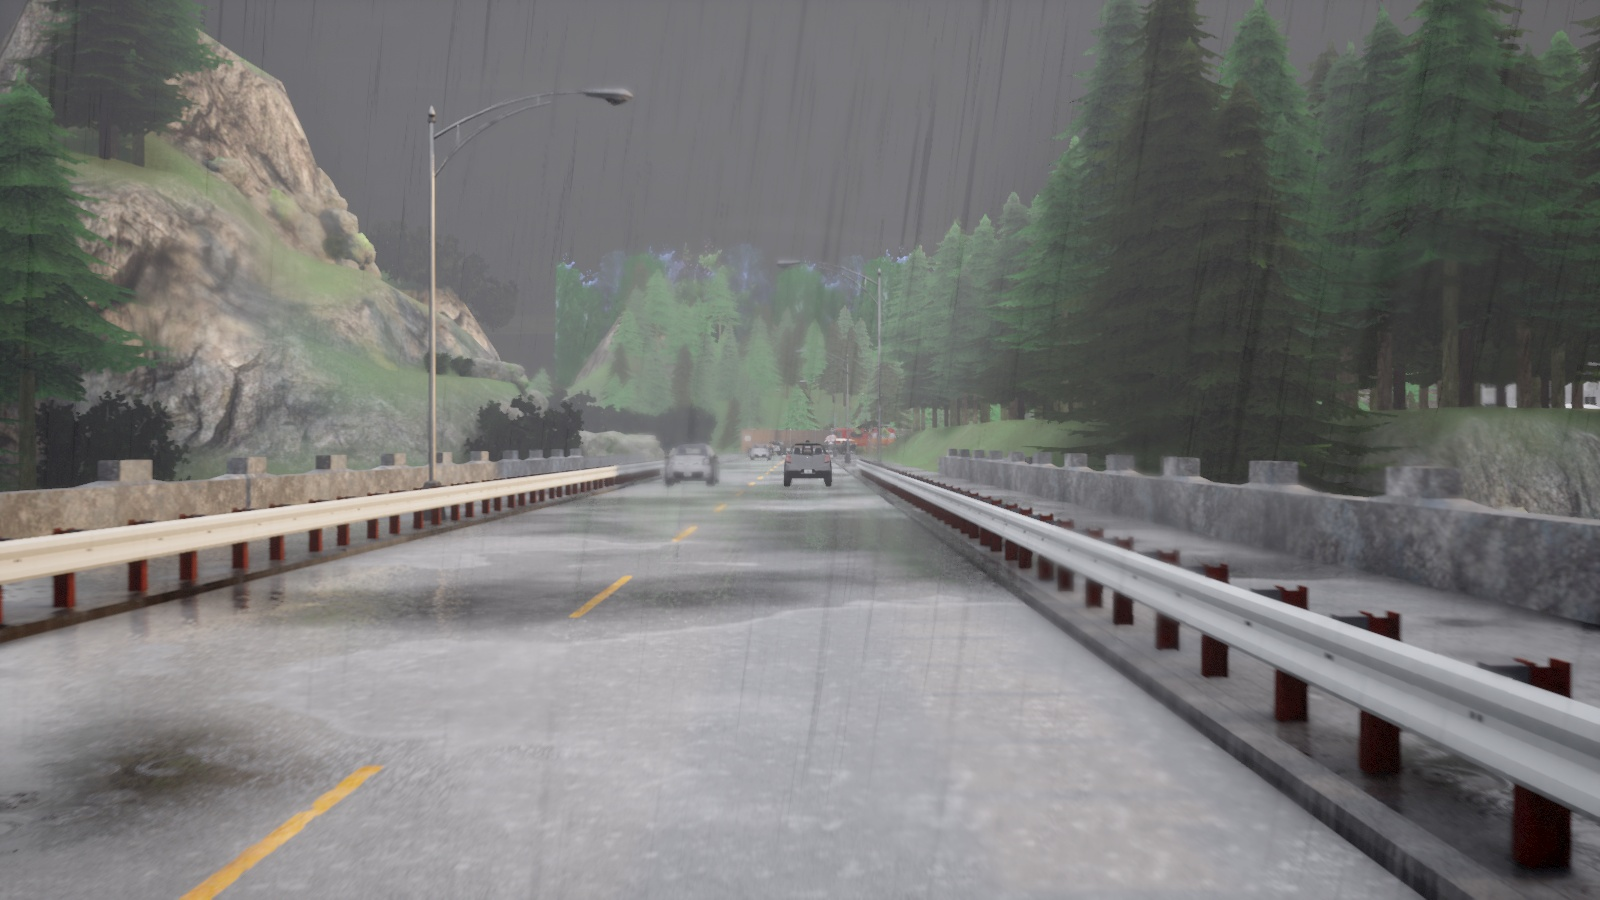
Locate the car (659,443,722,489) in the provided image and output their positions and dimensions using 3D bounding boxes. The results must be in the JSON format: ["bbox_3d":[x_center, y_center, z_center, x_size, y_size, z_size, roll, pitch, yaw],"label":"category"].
[{"bbox_3d":[-3.729,0.513,43.330,1.845,1.501,3.633,0,0,0],"label":"car"}]

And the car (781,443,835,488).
[{"bbox_3d":[0.277,0.512,44.163,1.845,1.501,3.633,0,0,0],"label":"car"}]
